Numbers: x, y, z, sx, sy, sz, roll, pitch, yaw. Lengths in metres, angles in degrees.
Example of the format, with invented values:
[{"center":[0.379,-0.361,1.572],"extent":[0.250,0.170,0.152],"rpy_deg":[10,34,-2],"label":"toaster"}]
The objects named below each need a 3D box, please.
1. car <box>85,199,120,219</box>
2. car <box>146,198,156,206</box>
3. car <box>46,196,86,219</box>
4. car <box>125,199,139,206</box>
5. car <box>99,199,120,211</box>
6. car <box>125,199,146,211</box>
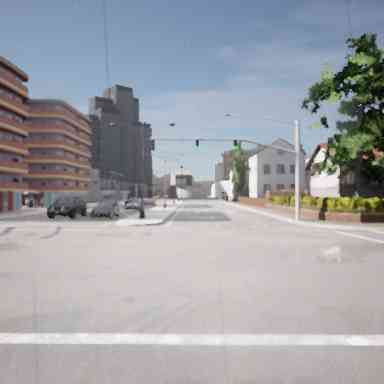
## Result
[{"center":[-8.088,1.694,31.218],"extent":[1.837,1.490,4.892],"rpy_deg":[0,1,0],"label":"car"},{"center":[-8.004,1.921,63.540],"extent":[1.812,1.442,4.674],"rpy_deg":[0,0,0],"label":"car"},{"center":[-11.594,1.417,31.309],"extent":[2.150,2.045,5.566],"rpy_deg":[0,0,0],"label":"car"},{"center":[-11.493,2.000,63.902],"extent":[1.895,1.301,4.718],"rpy_deg":[0,0,0],"label":"car"},{"center":[-11.569,1.798,46.930],"extent":[1.837,1.490,4.892],"rpy_deg":[0,-1,0],"label":"car"},{"center":[-8.074,1.891,46.502],"extent":[1.895,1.301,4.718],"rpy_deg":[0,0,0],"label":"car"}]
